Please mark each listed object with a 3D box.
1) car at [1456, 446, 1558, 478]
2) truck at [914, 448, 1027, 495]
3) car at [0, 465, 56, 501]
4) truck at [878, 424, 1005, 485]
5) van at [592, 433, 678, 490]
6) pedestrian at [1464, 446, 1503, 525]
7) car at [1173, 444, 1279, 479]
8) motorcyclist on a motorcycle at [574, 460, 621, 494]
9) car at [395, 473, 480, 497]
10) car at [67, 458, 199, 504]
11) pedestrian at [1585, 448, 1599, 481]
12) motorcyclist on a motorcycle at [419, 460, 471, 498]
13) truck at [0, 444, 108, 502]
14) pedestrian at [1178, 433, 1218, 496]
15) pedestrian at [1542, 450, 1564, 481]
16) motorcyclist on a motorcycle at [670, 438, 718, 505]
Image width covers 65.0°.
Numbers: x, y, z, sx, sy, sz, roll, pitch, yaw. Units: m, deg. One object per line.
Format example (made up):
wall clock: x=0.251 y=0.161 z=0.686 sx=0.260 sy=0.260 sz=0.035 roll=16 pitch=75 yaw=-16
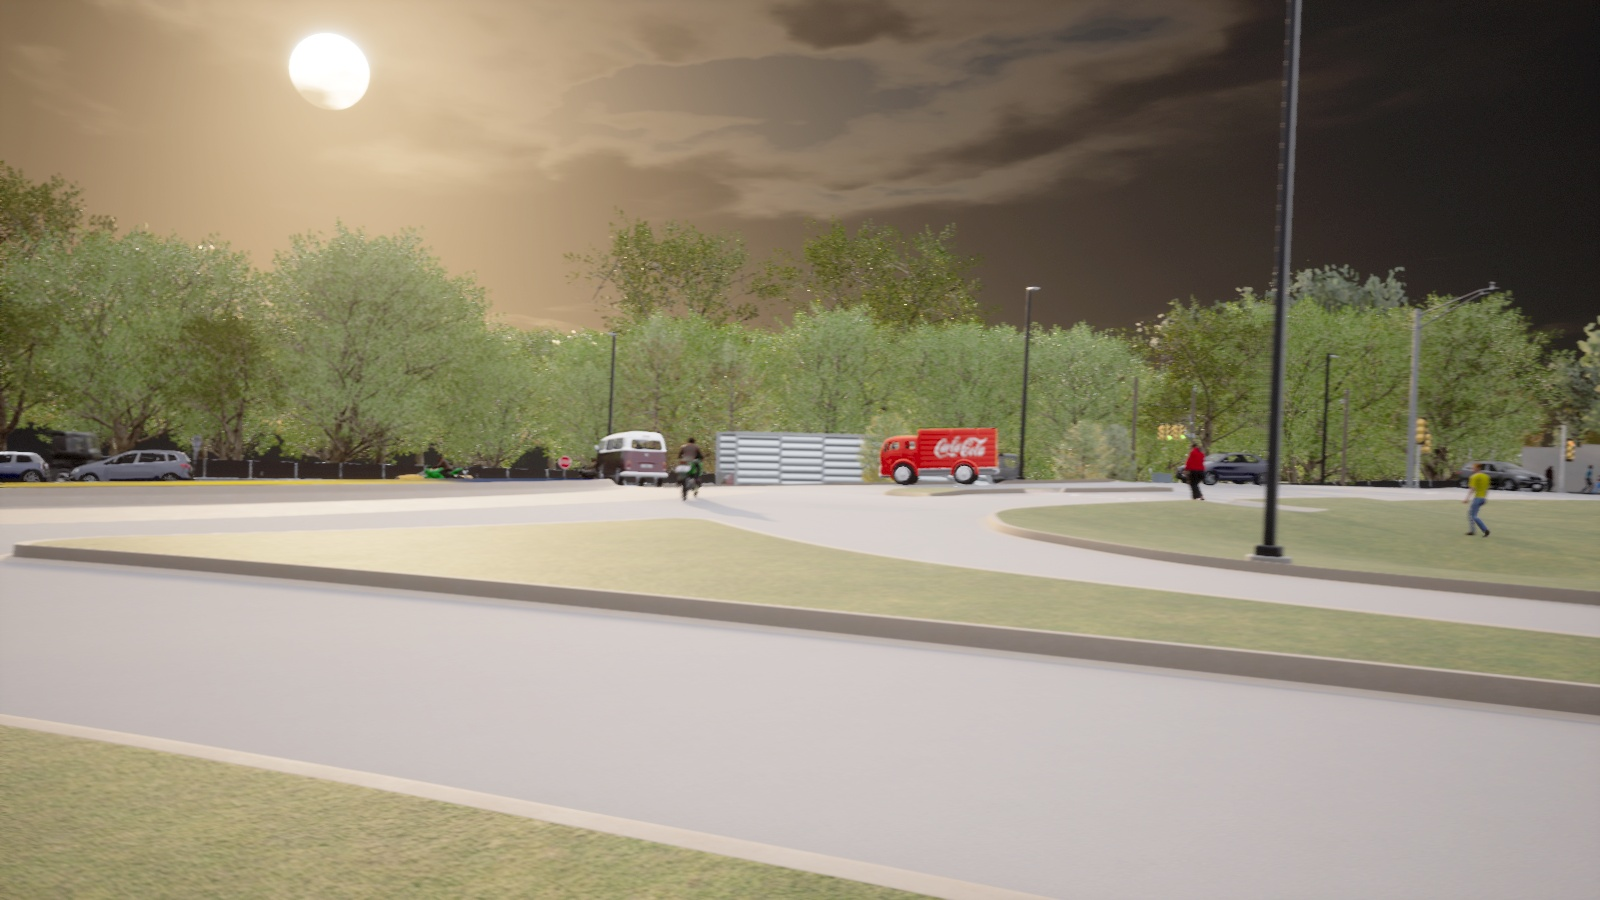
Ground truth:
car: x=39.203 y=0.692 z=69.792 sx=2.242 sy=1.667 sz=4.611 roll=2 pitch=-1 yaw=-19
truck: x=12.814 y=1.598 z=94.570 sx=7.936 sy=3.462 sz=2.891 roll=0 pitch=0 yaw=-14
car: x=-34.788 y=1.425 z=54.713 sx=3.806 sy=1.475 sz=1.970 roll=1 pitch=0 yaw=-23
truck: x=6.284 y=0.209 z=55.474 sx=5.204 sy=2.467 sz=2.627 roll=-2 pitch=-1 yaw=13
van: x=-6.368 y=0.507 z=47.943 sx=2.069 sy=2.038 sz=4.480 roll=2 pitch=-2 yaw=-23
pedestrian: x=16.154 y=0.824 z=29.682 sx=0.354 sy=1.836 sz=0.706 roll=2 pitch=0 yaw=-27
car: x=18.763 y=0.502 z=55.330 sx=4.193 sy=1.474 sz=1.816 roll=0 pitch=1 yaw=-19
motorcyclist on a motorcycle: x=-9.475 y=1.275 z=58.826 sx=2.044 sy=1.523 sz=0.797 roll=-1 pitch=-4 yaw=5
car: x=-25.026 y=2.391 z=86.748 sx=5.366 sy=1.575 sz=1.801 roll=0 pitch=0 yaw=-1
car: x=-27.596 y=1.303 z=52.146 sx=4.611 sy=1.667 sz=2.242 roll=-1 pitch=-4 yaw=-23
pedestrian: x=47.164 y=0.861 z=74.697 sx=0.396 sy=1.930 sz=0.692 roll=2 pitch=0 yaw=-19
motorcyclist on a motorcycle: x=-15.348 y=1.276 z=54.323 sx=2.044 sy=1.523 sz=0.797 roll=-2 pitch=-5 yaw=1
truck: x=-46.732 y=1.351 z=76.149 sx=7.936 sy=3.462 sz=2.891 roll=0 pitch=0 yaw=-19
pedestrian: x=11.941 y=0.423 z=37.655 sx=0.634 sy=1.844 sz=0.899 roll=2 pitch=0 yaw=-34
pedestrian: x=46.321 y=0.937 z=77.262 sx=0.634 sy=1.844 sz=0.899 roll=2 pitch=0 yaw=-17
motorcyclist on a motorcycle: x=-2.524 y=0.485 z=30.098 sx=0.797 sy=1.523 sz=2.044 roll=0 pitch=1 yaw=5
